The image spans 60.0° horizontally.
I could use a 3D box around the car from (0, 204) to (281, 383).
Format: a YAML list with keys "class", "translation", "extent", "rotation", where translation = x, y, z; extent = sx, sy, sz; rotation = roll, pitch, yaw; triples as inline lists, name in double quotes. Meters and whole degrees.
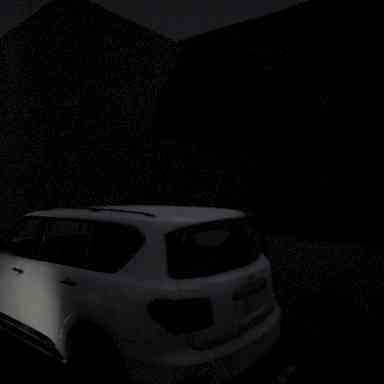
- class: "car"
  translation: [-1.489, 1.204, 5.009]
  extent: [5.566, 2.045, 2.435]
  rotation: [0, 0, 39]
